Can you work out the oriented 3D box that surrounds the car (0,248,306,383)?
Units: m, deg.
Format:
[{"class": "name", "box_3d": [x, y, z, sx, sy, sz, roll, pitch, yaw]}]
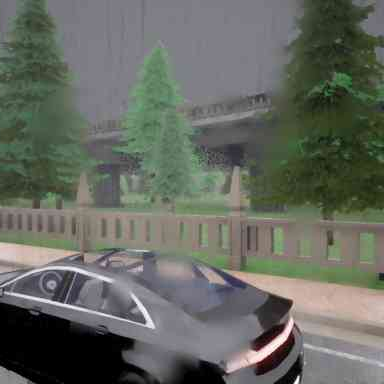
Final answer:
[{"class": "car", "box_3d": [-1.148, 1.492, 4.221, 4.902, 1.511, 2.128, 0, 0, 33]}]
